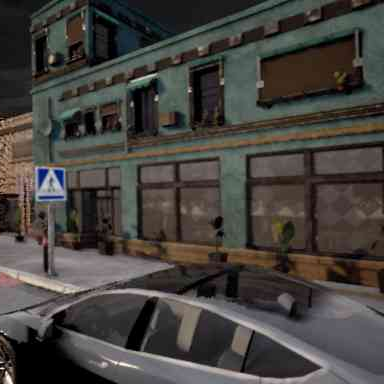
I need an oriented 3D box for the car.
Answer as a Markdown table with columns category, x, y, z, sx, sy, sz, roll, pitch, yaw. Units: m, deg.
| category | x | y | z | sx | sy | sz | roll | pitch | yaw |
| --- | --- | --- | --- | --- | --- | --- | --- | --- | --- |
| car | -0.202 | 1.507 | 3.398 | 4.792 | 1.488 | 2.163 | 0 | 0 | 36 |
